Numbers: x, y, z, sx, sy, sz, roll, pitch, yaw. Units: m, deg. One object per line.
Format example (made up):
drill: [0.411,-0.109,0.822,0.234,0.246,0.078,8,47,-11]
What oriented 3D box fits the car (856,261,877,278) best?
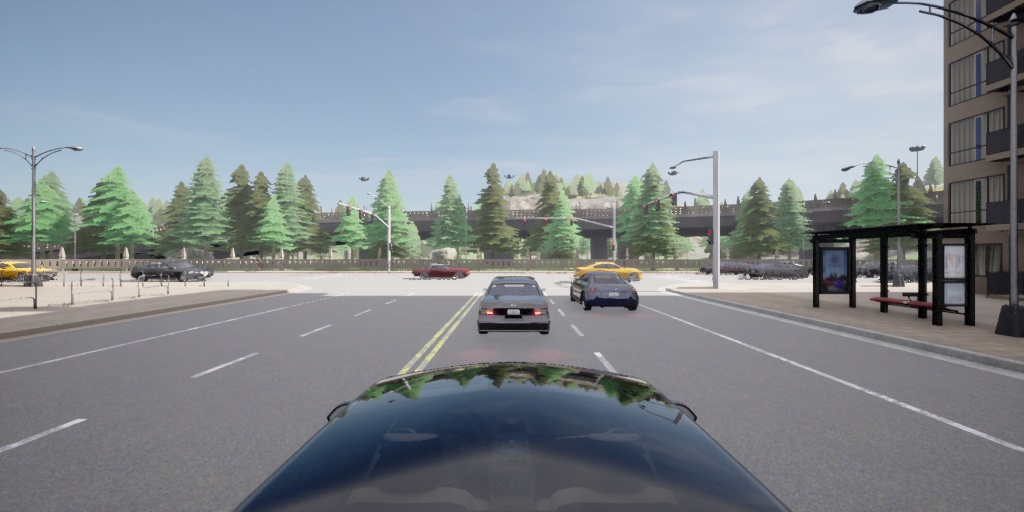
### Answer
car: [33.860,1.186,33.007,4.902,1.511,2.128,0,0,6]

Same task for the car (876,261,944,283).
car: [30.040,1.258,26.274,4.181,1.385,1.994,0,0,2]

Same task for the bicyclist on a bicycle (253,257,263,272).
bicyclist on a bicycle: [-29.468,0.995,41.636,0.582,1.620,1.656,0,0,1]

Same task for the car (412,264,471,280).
car: [-5.890,1.316,30.331,4.718,1.301,1.895,0,0,1]

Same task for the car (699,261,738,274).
car: [22.405,1.242,37.129,5.357,1.411,2.033,0,0,1]

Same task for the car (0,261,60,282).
car: [-37.470,1.172,27.117,5.008,1.535,1.882,0,0,-1]

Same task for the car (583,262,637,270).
car: [7.115,1.193,26.656,5.008,1.535,1.882,0,0,1]

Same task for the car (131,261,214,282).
car: [-25.643,1.186,27.046,4.902,1.511,2.128,0,0,-2]

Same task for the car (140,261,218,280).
car: [-28.328,1.172,30.606,5.008,1.535,1.882,0,0,0]

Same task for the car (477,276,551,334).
car: [0.058,1.297,10.540,2.033,1.411,5.357,0,0,1]

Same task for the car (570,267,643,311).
car: [3.577,1.314,14.551,1.994,1.385,4.181,0,0,0]

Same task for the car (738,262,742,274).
car: [24.522,1.186,33.549,4.902,1.511,2.128,0,0,2]

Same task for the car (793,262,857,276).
car: [31.984,1.295,36.729,4.718,1.301,1.895,0,0,4]

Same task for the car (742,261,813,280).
car: [22.171,1.258,29.962,4.181,1.385,1.994,0,0,1]
